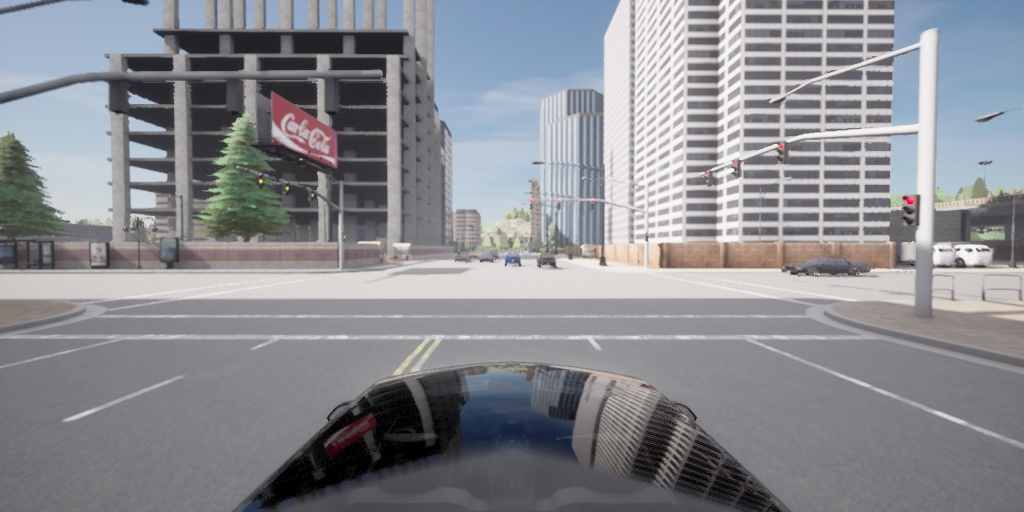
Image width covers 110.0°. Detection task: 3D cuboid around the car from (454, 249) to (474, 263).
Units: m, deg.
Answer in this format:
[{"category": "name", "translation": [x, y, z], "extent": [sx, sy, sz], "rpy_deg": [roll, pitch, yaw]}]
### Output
[{"category": "car", "translation": [-7.061, 0.189, 51.462], "extent": [1.837, 1.490, 4.892], "rpy_deg": [0, 1, 0]}]

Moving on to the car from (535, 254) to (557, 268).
[{"category": "car", "translation": [3.597, 0.475, 38.004], "extent": [1.837, 1.490, 4.892], "rpy_deg": [0, 1, 0]}]

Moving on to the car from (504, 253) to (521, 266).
[{"category": "car", "translation": [0.098, 0.329, 43.547], "extent": [1.882, 1.535, 5.008], "rpy_deg": [0, 1, 0]}]

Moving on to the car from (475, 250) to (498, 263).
[{"category": "car", "translation": [-3.560, 0.237, 51.122], "extent": [2.033, 1.411, 5.357], "rpy_deg": [0, 1, 1]}]

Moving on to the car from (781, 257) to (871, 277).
[{"category": "car", "translation": [22.958, 0.764, 26.294], "extent": [5.357, 1.411, 2.033], "rpy_deg": [0, 1, 0]}]
